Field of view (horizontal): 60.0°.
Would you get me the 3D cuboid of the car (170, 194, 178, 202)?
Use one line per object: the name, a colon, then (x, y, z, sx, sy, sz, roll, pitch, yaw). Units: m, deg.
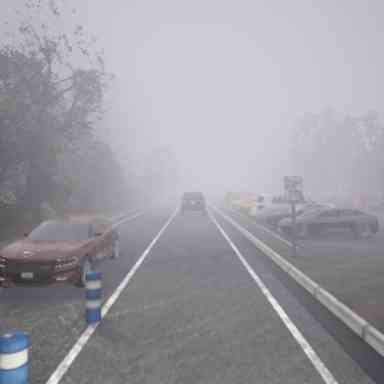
car: (-3.118, 1.085, 63.479, 1.812, 1.442, 4.674, 0, 0, 1)

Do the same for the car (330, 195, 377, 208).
car: (20.110, 1.179, 41.588, 4.792, 1.488, 2.163, 0, 0, 0)

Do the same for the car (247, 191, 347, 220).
car: (6.871, 1.134, 22.323, 5.566, 2.045, 2.435, 0, 1, 0)

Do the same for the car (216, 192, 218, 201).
car: (7.110, 1.108, 58.404, 4.792, 1.488, 2.163, 0, 0, 0)

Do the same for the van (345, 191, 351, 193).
van: (19.995, 0.906, 44.339, 4.442, 1.987, 1.878, 0, 0, 0)

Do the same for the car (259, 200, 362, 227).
car: (6.826, 1.421, 19.550, 5.008, 1.535, 2.097, 0, 1, 0)

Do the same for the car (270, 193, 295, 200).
car: (20.348, 1.002, 74.827, 5.008, 1.535, 2.097, 0, 0, 0)

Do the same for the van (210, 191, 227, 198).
van: (7.295, 0.788, 91.700, 4.442, 1.987, 1.878, 0, -1, 0)

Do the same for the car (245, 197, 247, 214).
car: (7.051, 1.347, 25.101, 5.366, 1.575, 1.946, 0, 1, 0)

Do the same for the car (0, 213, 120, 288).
car: (-3.349, 1.403, 9.259, 1.882, 1.535, 5.008, 0, 0, 0)

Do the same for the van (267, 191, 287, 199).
van: (20.517, 0.753, 80.490, 4.442, 1.987, 1.878, 0, 0, 0)

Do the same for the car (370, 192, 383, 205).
car: (20.019, 1.020, 30.512, 5.566, 2.045, 2.435, 0, 1, 0)

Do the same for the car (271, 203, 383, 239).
car: (6.768, 1.486, 16.775, 4.792, 1.488, 2.163, 0, 1, 0)

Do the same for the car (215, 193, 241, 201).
car: (7.201, 1.045, 66.732, 4.892, 1.521, 2.231, 0, 0, 0)

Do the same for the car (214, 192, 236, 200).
car: (7.221, 0.895, 72.284, 4.553, 1.767, 2.185, 0, 0, 0)

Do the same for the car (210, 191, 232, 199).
car: (7.395, 0.712, 86.163, 5.566, 2.045, 2.435, 0, 0, 0)

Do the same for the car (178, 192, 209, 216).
car: (0.114, 0.984, 29.979, 2.150, 2.045, 5.566, 0, 1, 0)

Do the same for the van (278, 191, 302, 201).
van: (20.426, 0.799, 69.409, 4.442, 1.987, 1.878, 0, 0, 0)

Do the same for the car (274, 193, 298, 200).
car: (20.329, 1.054, 72.056, 4.674, 1.452, 2.002, 0, 0, 0)

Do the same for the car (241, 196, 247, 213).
car: (6.895, 1.315, 27.878, 4.892, 1.521, 2.231, 0, 1, 0)

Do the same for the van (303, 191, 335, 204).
van: (20.055, 0.869, 52.665, 4.442, 1.987, 1.878, 0, 0, 0)

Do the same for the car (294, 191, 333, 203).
car: (20.166, 0.832, 55.434, 5.566, 2.045, 2.435, 0, 0, 0)

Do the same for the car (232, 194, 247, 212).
car: (6.726, 1.276, 30.655, 5.366, 1.575, 1.946, 0, 1, 0)

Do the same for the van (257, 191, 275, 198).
van: (20.373, 0.779, 91.431, 4.442, 1.987, 1.878, 0, -1, 0)

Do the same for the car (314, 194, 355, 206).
car: (20.132, 1.117, 47.125, 5.008, 1.535, 2.097, 0, 0, 0)

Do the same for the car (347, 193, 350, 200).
car: (20.088, 1.201, 38.949, 4.792, 1.488, 2.163, 0, 1, 0)

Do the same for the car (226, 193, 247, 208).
car: (6.772, 1.205, 36.328, 5.366, 1.575, 1.946, 0, 1, 0)

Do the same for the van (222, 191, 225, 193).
van: (7.187, 0.887, 50.073, 4.442, 1.987, 1.878, 0, 0, 0)

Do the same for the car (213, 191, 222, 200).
car: (6.976, 1.064, 61.181, 5.366, 1.575, 1.946, 0, 0, 0)

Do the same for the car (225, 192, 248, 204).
car: (6.996, 1.157, 41.746, 4.892, 1.521, 2.231, 0, 1, 0)

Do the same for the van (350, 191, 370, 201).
van: (20.153, 0.976, 36.174, 4.442, 1.987, 1.878, 0, 1, 0)

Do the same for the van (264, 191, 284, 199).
van: (20.538, 0.742, 83.135, 4.442, 1.987, 1.878, 0, 0, 0)

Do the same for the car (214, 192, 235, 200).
car: (7.244, 0.884, 75.059, 4.553, 1.767, 2.185, 0, 0, 0)

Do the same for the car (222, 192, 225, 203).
car: (7.077, 1.154, 47.298, 4.792, 1.488, 2.163, 0, 0, 0)

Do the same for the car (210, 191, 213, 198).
car: (7.044, 1.029, 69.509, 5.366, 1.575, 1.946, 0, 0, 0)

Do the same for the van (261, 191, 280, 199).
van: (20.329, 0.730, 86.039, 4.442, 1.987, 1.878, 0, 0, 0)

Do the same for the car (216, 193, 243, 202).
car: (7.191, 1.056, 63.955, 4.892, 1.521, 2.231, 0, 0, 0)

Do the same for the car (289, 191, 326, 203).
car: (20.189, 0.820, 58.204, 5.566, 2.045, 2.435, 0, 0, 0)

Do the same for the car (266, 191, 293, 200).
car: (20.349, 0.739, 77.720, 5.566, 2.045, 2.435, 0, 0, 0)

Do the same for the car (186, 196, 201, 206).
car: (0.165, 1.215, 46.136, 1.994, 1.385, 4.181, 0, 0, 0)

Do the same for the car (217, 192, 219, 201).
car: (7.087, 1.119, 55.628, 4.792, 1.488, 2.163, 0, 0, 0)

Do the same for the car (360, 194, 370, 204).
car: (19.985, 1.266, 33.285, 4.792, 1.488, 2.163, 0, 1, 0)

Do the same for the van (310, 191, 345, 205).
van: (20.266, 0.880, 49.893, 4.442, 1.987, 1.878, 0, 0, 0)

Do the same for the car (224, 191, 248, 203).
car: (7.056, 1.013, 44.525, 4.553, 1.767, 2.185, 0, 0, 0)

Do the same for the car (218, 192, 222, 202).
car: (7.064, 1.131, 52.852, 4.792, 1.488, 2.163, 0, 0, 0)
